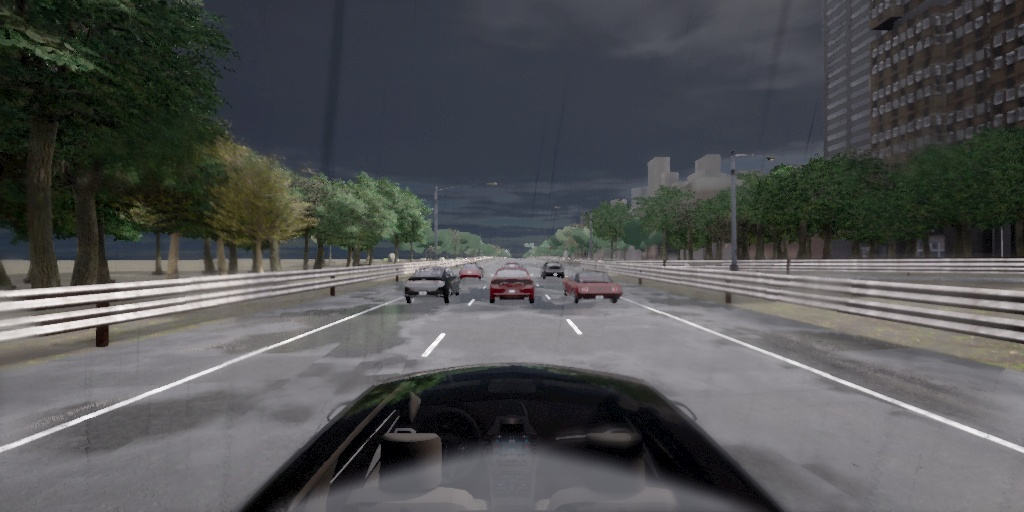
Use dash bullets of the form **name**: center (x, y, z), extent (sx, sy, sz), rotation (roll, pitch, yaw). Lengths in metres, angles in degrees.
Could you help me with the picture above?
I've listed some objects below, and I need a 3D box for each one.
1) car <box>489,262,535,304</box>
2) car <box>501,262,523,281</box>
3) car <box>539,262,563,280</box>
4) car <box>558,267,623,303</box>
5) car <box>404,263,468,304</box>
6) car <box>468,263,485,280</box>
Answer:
- **car**: center (0.000, 1.235, 16.500), extent (1.882, 1.535, 5.008), rotation (0, 0, 0)
- **car**: center (0.000, 1.279, 31.499), extent (1.812, 1.442, 4.674), rotation (0, 0, 0)
- **car**: center (3.500, 1.262, 31.500), extent (1.837, 1.490, 4.892), rotation (0, 0, 0)
- **car**: center (3.500, 1.366, 16.530), extent (1.895, 1.301, 4.718), rotation (0, 0, 0)
- **car**: center (-3.500, 1.245, 16.501), extent (2.128, 1.511, 4.902), rotation (0, 0, 0)
- **car**: center (-3.500, 1.319, 31.500), extent (1.994, 1.385, 4.181), rotation (0, 0, 0)
